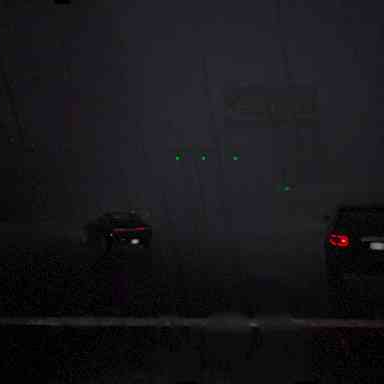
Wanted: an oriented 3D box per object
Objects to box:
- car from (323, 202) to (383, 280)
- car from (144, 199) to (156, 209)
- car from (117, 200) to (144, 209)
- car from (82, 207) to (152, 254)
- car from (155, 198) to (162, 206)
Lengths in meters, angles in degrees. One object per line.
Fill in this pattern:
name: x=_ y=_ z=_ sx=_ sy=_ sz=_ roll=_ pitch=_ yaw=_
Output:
car: x=5.185 y=1.305 z=9.872 sx=2.150 sy=2.045 sz=5.566 roll=-1 pitch=-1 yaw=23
car: x=-7.076 y=2.008 z=50.411 sx=1.895 sy=1.301 sz=4.718 roll=0 pitch=0 yaw=0
car: x=-7.120 y=1.659 z=37.794 sx=2.097 sy=1.767 sz=4.553 roll=0 pitch=-1 yaw=1
car: x=-3.328 y=1.608 z=14.256 sx=2.128 sy=1.511 sz=4.902 roll=1 pitch=-1 yaw=-31
car: x=-7.013 y=2.025 z=65.452 sx=2.128 sy=1.511 sz=4.902 roll=0 pitch=0 yaw=0
